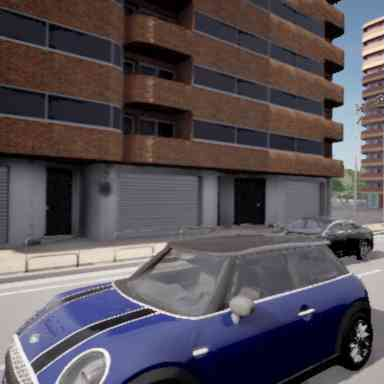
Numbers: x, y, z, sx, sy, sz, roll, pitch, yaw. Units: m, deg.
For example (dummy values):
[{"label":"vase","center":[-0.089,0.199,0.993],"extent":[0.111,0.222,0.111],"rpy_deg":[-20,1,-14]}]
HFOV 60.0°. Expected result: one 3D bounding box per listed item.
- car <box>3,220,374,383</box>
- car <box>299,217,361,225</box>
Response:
[{"label":"car","center":[0.255,1.386,4.176],"extent":[4.553,1.767,2.097],"rpy_deg":[1,-1,-36]},{"label":"car","center":[4.370,1.627,11.440],"extent":[4.902,1.511,2.128],"rpy_deg":[1,-1,-36]}]
